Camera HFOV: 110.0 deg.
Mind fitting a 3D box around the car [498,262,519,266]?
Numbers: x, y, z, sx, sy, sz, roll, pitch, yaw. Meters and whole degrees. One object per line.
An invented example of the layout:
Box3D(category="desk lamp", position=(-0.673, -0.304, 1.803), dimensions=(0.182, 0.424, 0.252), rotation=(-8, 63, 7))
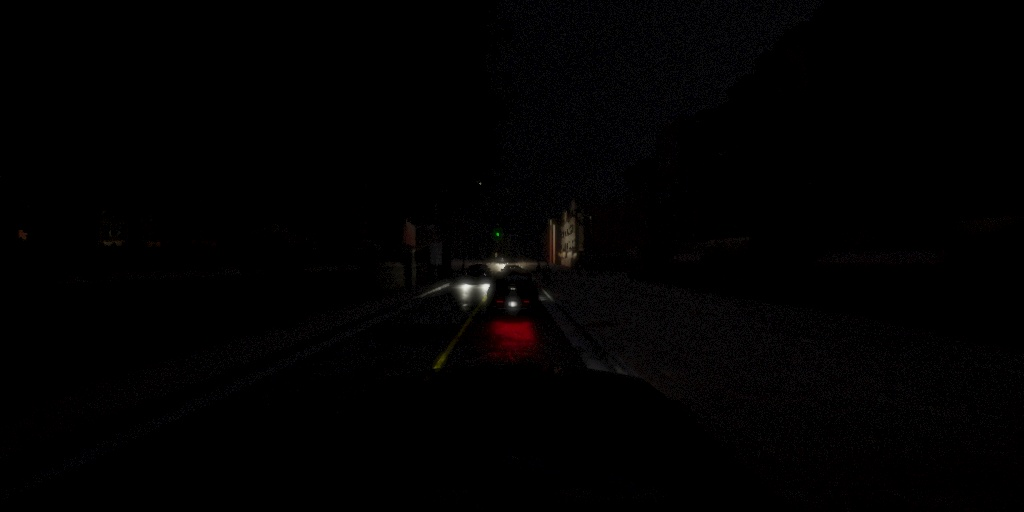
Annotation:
Box3D(category="car", position=(0.046, 1.458, 29.648), dimensions=(1.812, 1.442, 4.674), rotation=(0, 0, 0))

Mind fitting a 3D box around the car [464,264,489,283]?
Box3D(category="car", position=(-2.807, 1.411, 29.913), dimensions=(1.882, 1.535, 5.008), rotation=(0, -1, 1))

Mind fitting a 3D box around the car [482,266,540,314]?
Box3D(category="car", position=(0.046, 1.342, 14.275), dimensions=(1.837, 1.490, 4.892), rotation=(0, 0, 0))
